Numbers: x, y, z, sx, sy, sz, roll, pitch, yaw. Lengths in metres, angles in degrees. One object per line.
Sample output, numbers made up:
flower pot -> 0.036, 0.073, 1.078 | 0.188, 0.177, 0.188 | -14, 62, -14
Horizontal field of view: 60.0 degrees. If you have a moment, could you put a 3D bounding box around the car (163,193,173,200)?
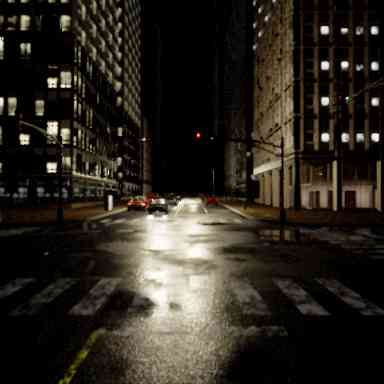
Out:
car -> -5.655, 1.074, 80.054 | 2.008, 1.369, 4.403 | 1, 0, 0

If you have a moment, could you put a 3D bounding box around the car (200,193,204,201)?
car -> 2.720, 1.179, 57.989 | 1.752, 1.417, 4.829 | 1, 0, 0

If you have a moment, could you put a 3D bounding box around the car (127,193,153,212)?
car -> -5.665, 1.228, 35.453 | 1.967, 1.590, 4.097 | 1, 0, 0

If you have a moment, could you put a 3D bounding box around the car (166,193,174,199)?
car -> -5.654, 1.035, 85.629 | 1.887, 1.381, 4.507 | 1, 0, 0

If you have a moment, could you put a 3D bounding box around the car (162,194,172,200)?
car -> -5.657, 1.101, 74.479 | 1.887, 1.381, 4.507 | 1, 0, 0

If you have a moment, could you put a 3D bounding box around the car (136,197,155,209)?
car -> -5.666, 1.337, 41.029 | 1.802, 1.307, 4.206 | 1, 0, 0

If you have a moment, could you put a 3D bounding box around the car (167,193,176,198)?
car -> -5.652, 1.008, 91.204 | 2.008, 1.369, 4.403 | 1, 0, 0

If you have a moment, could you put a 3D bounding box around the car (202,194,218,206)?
car -> 2.715, 1.303, 46.664 | 1.802, 1.307, 4.206 | 1, 0, 0

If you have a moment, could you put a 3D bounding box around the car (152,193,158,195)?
car -> -5.659, 1.037, 46.602 | 2.192, 1.841, 5.009 | 1, 0, 0

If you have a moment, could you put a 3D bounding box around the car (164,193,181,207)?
car -> -3.063, 1.077, 46.068 | 2.097, 1.767, 4.553 | 0, 0, 0

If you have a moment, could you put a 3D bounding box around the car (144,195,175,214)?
car -> -3.085, 1.353, 32.397 | 2.033, 1.411, 5.357 | 0, 0, 0

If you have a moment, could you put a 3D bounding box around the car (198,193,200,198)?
car -> 2.720, 1.188, 63.396 | 1.947, 1.339, 4.313 | 1, 0, 0
